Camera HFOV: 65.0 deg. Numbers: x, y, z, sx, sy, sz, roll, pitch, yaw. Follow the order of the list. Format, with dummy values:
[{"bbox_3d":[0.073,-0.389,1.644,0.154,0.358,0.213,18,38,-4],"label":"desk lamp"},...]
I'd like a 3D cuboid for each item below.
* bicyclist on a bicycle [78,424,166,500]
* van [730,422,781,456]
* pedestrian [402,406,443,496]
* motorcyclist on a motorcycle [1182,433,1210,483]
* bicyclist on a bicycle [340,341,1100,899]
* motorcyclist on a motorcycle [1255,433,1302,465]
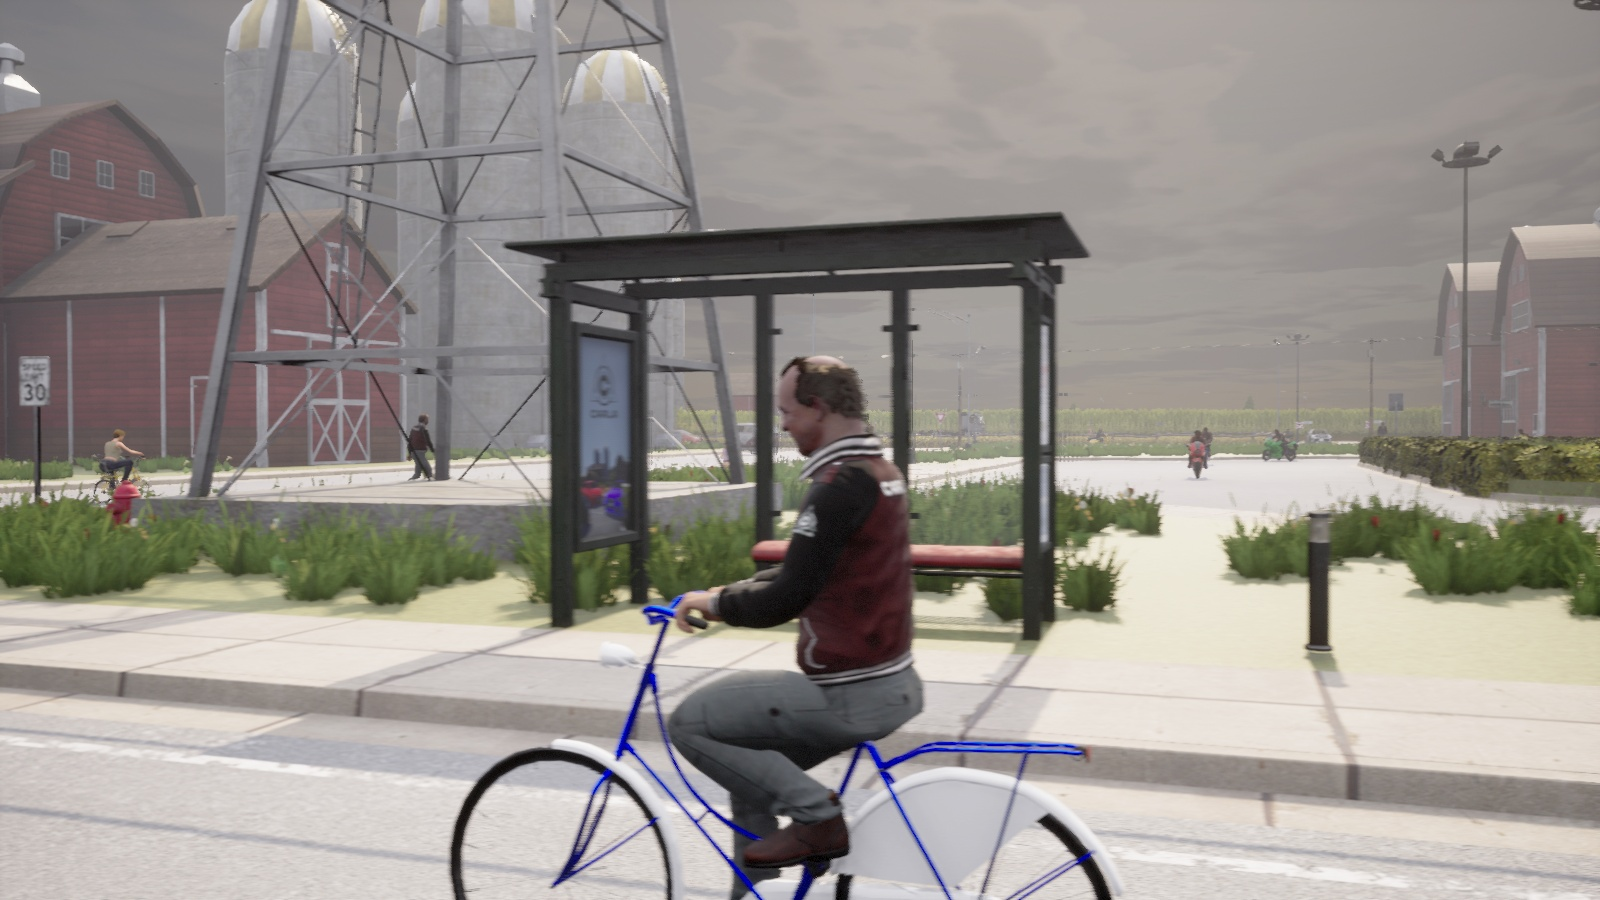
[{"bbox_3d":[-14.817,0.245,27.462,0.866,1.612,1.509,1,1,18],"label":"bicyclist on a bicycle"},{"bbox_3d":[-2.706,-0.698,77.523,1.775,1.987,4.442,1,1,17],"label":"van"},{"bbox_3d":[-7.846,0.019,26.107,0.720,1.854,0.376,-1,1,-40],"label":"pedestrian"},{"bbox_3d":[12.356,0.228,39.142,0.797,1.523,2.044,1,1,18],"label":"motorcyclist on a motorcycle"},{"bbox_3d":[-0.206,0.642,3.257,1.843,1.776,0.659,1,1,18],"label":"bicyclist on a bicycle"},{"bbox_3d":[22.656,-0.054,59.469,2.044,1.523,0.797,0,1,-19],"label":"motorcyclist on a motorcycle"}]
